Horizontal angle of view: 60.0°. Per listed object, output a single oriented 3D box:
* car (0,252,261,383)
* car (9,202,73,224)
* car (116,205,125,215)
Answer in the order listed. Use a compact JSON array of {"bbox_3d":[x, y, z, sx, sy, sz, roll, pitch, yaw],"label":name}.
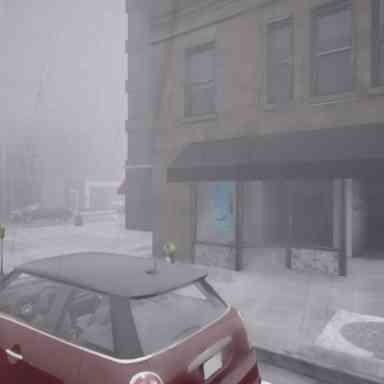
[{"bbox_3d":[-1.405,1.441,3.852,4.097,1.590,1.967,0,0,36],"label":"car"},{"bbox_3d":[-11.377,1.524,25.367,1.812,1.442,4.674,0,0,37],"label":"car"},{"bbox_3d":[-5.615,1.565,33.538,1.994,1.385,4.181,0,0,36],"label":"car"}]
